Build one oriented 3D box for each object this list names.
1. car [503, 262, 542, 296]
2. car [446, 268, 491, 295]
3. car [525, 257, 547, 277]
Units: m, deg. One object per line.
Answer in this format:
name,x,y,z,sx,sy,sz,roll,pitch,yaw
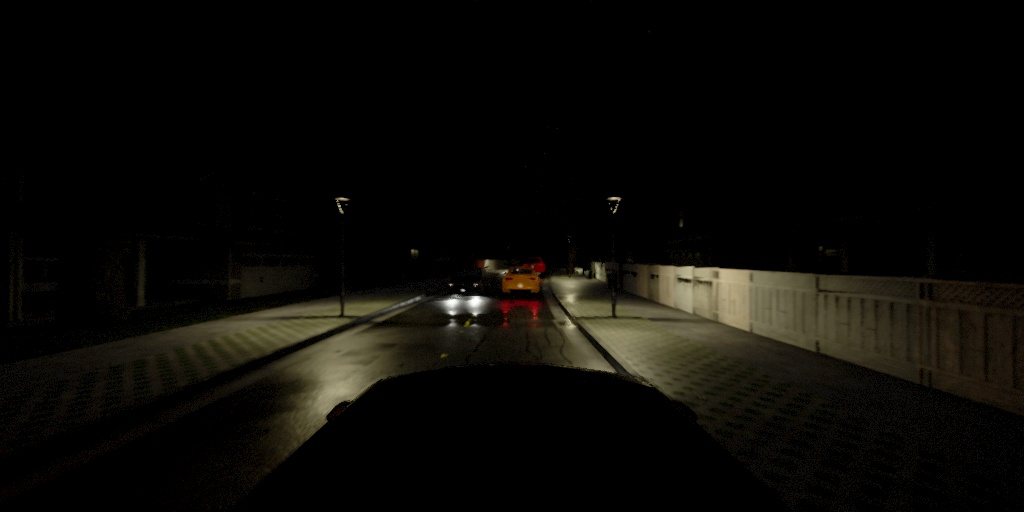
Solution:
car,0.563,1.329,20.188,1.882,1.535,5.008,0,0,3
car,-2.371,1.405,21.146,2.033,1.411,5.357,0,0,4
car,2.502,1.164,38.791,2.150,2.045,5.566,0,0,8
